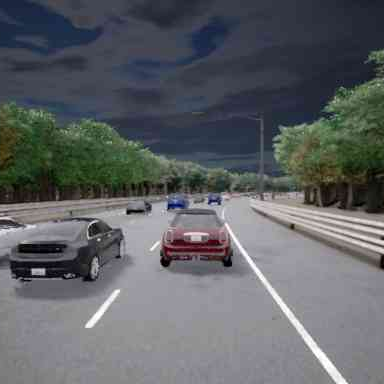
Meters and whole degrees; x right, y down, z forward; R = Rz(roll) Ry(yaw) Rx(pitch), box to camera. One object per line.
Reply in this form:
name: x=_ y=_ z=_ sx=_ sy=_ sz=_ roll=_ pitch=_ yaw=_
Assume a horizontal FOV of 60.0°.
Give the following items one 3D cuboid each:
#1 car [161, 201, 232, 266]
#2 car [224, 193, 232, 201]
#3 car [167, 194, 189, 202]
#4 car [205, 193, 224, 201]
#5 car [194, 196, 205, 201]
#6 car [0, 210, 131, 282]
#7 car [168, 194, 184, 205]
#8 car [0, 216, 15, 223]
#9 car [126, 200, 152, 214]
car: x=0.179 y=1.352 z=11.673 sx=2.097 sy=1.767 sz=4.553 roll=0 pitch=0 yaw=2
car: x=8.305 y=1.177 z=84.839 sx=2.150 sy=2.045 sz=5.566 roll=0 pitch=0 yaw=11
car: x=-1.607 y=1.215 z=40.326 sx=2.150 sy=2.045 sz=5.566 roll=0 pitch=0 yaw=6
car: x=4.125 y=1.221 z=59.738 sx=2.150 sy=2.045 sz=5.566 roll=0 pitch=0 yaw=8
car: x=1.589 y=1.484 z=66.181 sx=2.128 sy=1.511 sz=4.902 roll=0 pitch=0 yaw=9
car: x=-3.300 y=1.499 z=9.706 sx=1.837 sy=1.490 sz=4.892 roll=0 pitch=0 yaw=2
car: x=-2.837 y=1.334 z=59.938 sx=2.097 sy=1.767 sz=4.553 roll=1 pitch=0 yaw=8
car: x=-6.777 y=1.508 z=11.126 sx=1.812 sy=1.442 sz=4.674 roll=0 pitch=0 yaw=2
car: x=-5.499 y=1.550 z=35.069 sx=1.994 sy=1.385 sz=4.181 roll=0 pitch=0 yaw=5
